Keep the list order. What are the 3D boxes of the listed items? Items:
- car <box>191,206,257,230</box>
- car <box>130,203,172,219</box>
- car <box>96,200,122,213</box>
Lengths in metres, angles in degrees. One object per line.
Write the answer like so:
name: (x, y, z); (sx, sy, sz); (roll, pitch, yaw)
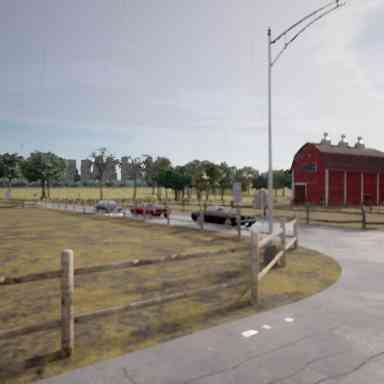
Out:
car: (1.997, 1.610, 21.747); (1.895, 1.301, 4.718); (-1, 1, -36)
car: (-3.757, 1.638, 29.891); (1.895, 1.301, 4.718); (-1, 0, -35)
car: (-9.668, 1.627, 38.302); (1.812, 1.442, 4.674); (-1, 0, -35)
